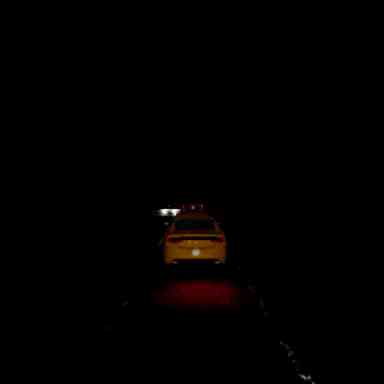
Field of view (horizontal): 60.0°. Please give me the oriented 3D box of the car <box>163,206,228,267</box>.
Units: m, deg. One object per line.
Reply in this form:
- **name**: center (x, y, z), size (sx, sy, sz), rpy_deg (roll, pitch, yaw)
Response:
- **car**: center (0.049, 1.472, 11.436), size (1.882, 1.535, 5.008), rpy_deg (0, 0, -2)

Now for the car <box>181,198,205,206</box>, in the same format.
- **car**: center (0.081, 1.333, 30.530), size (2.097, 1.767, 4.553), rpy_deg (0, 0, 0)

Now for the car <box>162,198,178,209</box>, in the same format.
- **car**: center (-2.840, 1.531, 43.688), size (1.994, 1.385, 4.181), rpy_deg (0, 0, 0)
